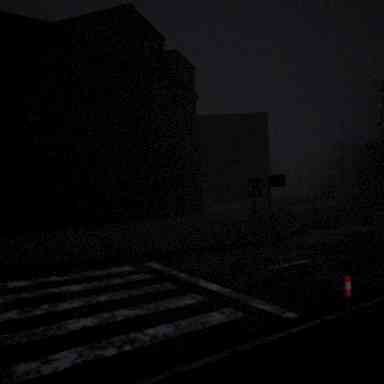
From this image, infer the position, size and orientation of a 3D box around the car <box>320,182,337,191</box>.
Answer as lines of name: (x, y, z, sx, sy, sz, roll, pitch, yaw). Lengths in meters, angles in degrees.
car: (24.492, -1.057, 59.841, 1.882, 1.535, 5.008, -3, 1, 5)
